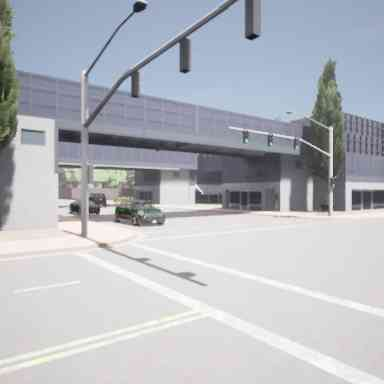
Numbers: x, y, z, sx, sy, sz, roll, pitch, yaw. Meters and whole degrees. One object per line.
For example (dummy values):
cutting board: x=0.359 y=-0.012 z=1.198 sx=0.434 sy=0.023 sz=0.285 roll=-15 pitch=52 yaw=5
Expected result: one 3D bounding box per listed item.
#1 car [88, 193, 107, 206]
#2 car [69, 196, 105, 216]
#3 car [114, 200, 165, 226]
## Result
car: x=-15.000 y=1.224 z=51.206 sx=2.150 sy=2.045 sz=5.566 roll=0 pitch=0 yaw=-36
car: x=-10.703 y=1.479 z=33.074 sx=1.882 sy=1.535 sz=5.008 roll=0 pitch=0 yaw=-36
car: x=-3.771 y=1.354 z=23.552 sx=2.097 sy=1.767 sz=4.553 roll=0 pitch=0 yaw=-36
